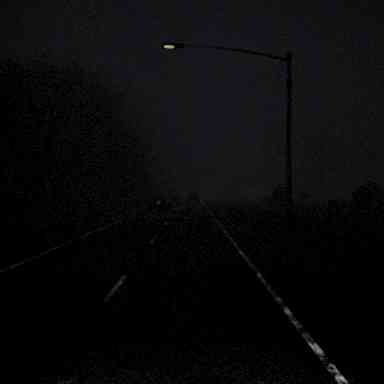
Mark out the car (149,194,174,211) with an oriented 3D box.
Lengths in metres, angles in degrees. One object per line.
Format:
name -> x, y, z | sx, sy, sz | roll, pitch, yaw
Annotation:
car -> -3.355, 1.096, 35.615 | 2.097, 1.767, 4.553 | 0, 0, 0

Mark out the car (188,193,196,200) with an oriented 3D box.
car -> 0.058, 1.002, 73.611 | 1.812, 1.442, 4.674 | 0, 0, 0

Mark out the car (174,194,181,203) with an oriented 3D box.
car -> -2.890, 1.108, 55.481 | 1.837, 1.490, 4.892 | 0, 0, 2

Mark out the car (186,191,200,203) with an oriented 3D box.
car -> 0.144, 0.821, 55.920 | 2.150, 2.045, 5.566 | 0, 0, 0
